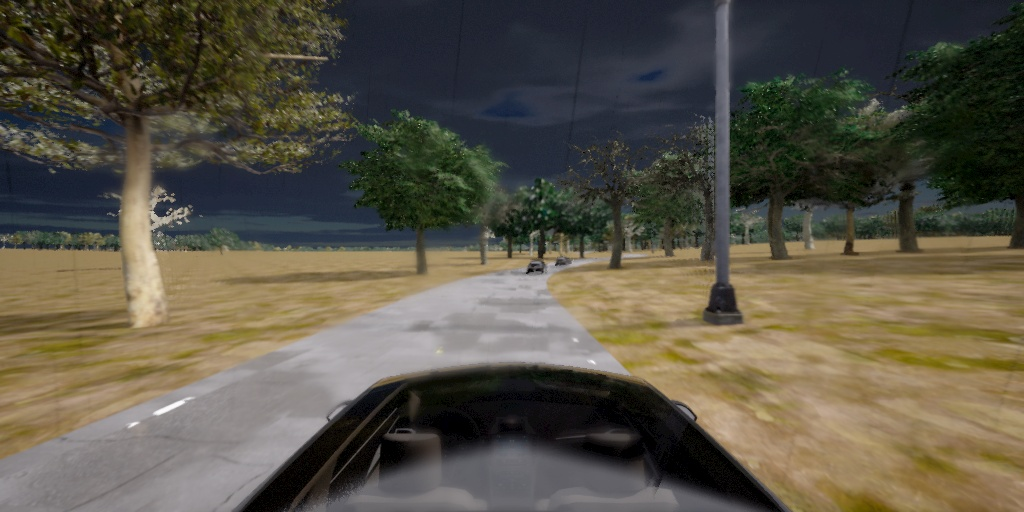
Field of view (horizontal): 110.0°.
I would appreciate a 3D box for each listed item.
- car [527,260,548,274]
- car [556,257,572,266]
[{"bbox_3d":[2.827,1.204,39.513,1.837,1.490,4.892,0,0,12],"label":"car"},{"bbox_3d":[8.251,0.822,56.828,1.837,1.490,4.892,0,2,22],"label":"car"}]
